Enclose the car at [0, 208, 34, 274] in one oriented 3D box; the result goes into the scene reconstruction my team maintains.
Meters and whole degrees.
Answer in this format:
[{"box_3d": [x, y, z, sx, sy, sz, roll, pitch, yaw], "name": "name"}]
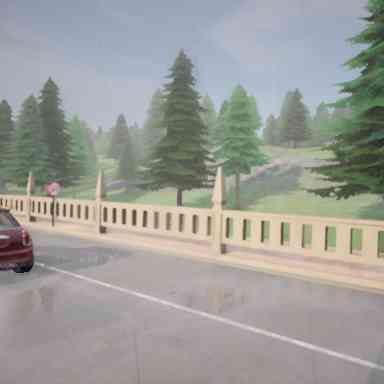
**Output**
[{"box_3d": [-6.055, 1.101, 8.581, 4.553, 1.767, 2.097, 2, 1, 38], "name": "car"}]
